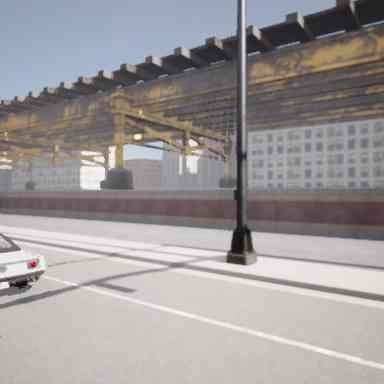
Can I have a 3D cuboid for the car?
[{"bbox_3d":[-5.672,1.622,8.076,4.718,1.301,1.895,0,0,36],"label":"car"}]
